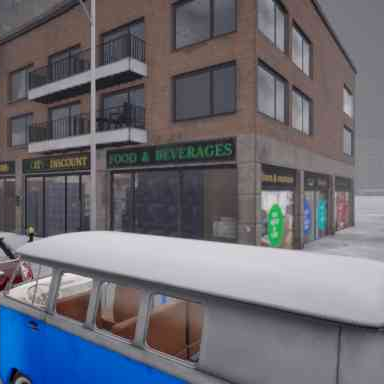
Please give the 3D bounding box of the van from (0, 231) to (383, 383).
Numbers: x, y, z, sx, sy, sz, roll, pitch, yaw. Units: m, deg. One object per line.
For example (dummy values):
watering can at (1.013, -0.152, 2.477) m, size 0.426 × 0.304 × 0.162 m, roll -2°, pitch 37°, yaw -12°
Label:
van at (-0.190, 1.341, 2.980) m, size 3.998 × 1.788 × 1.690 m, roll 0°, pitch 0°, yaw 35°
